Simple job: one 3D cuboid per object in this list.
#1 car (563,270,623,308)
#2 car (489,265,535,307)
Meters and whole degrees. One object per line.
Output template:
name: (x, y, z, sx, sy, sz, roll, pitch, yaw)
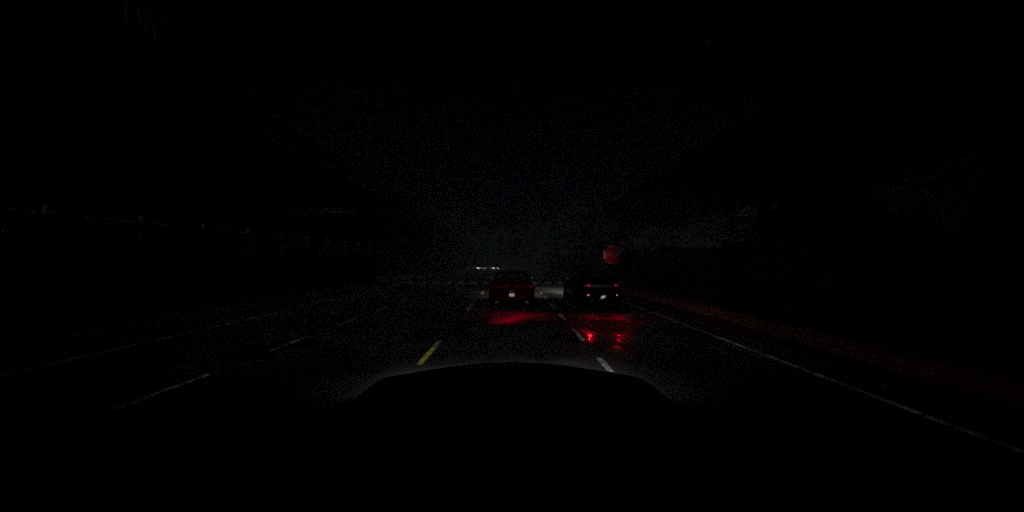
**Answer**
car: (3.495, 1.385, 16.141, 2.128, 1.511, 4.902, 0, 0, 0)
car: (-0.004, 1.372, 16.320, 1.882, 1.535, 5.008, 0, 0, 0)
